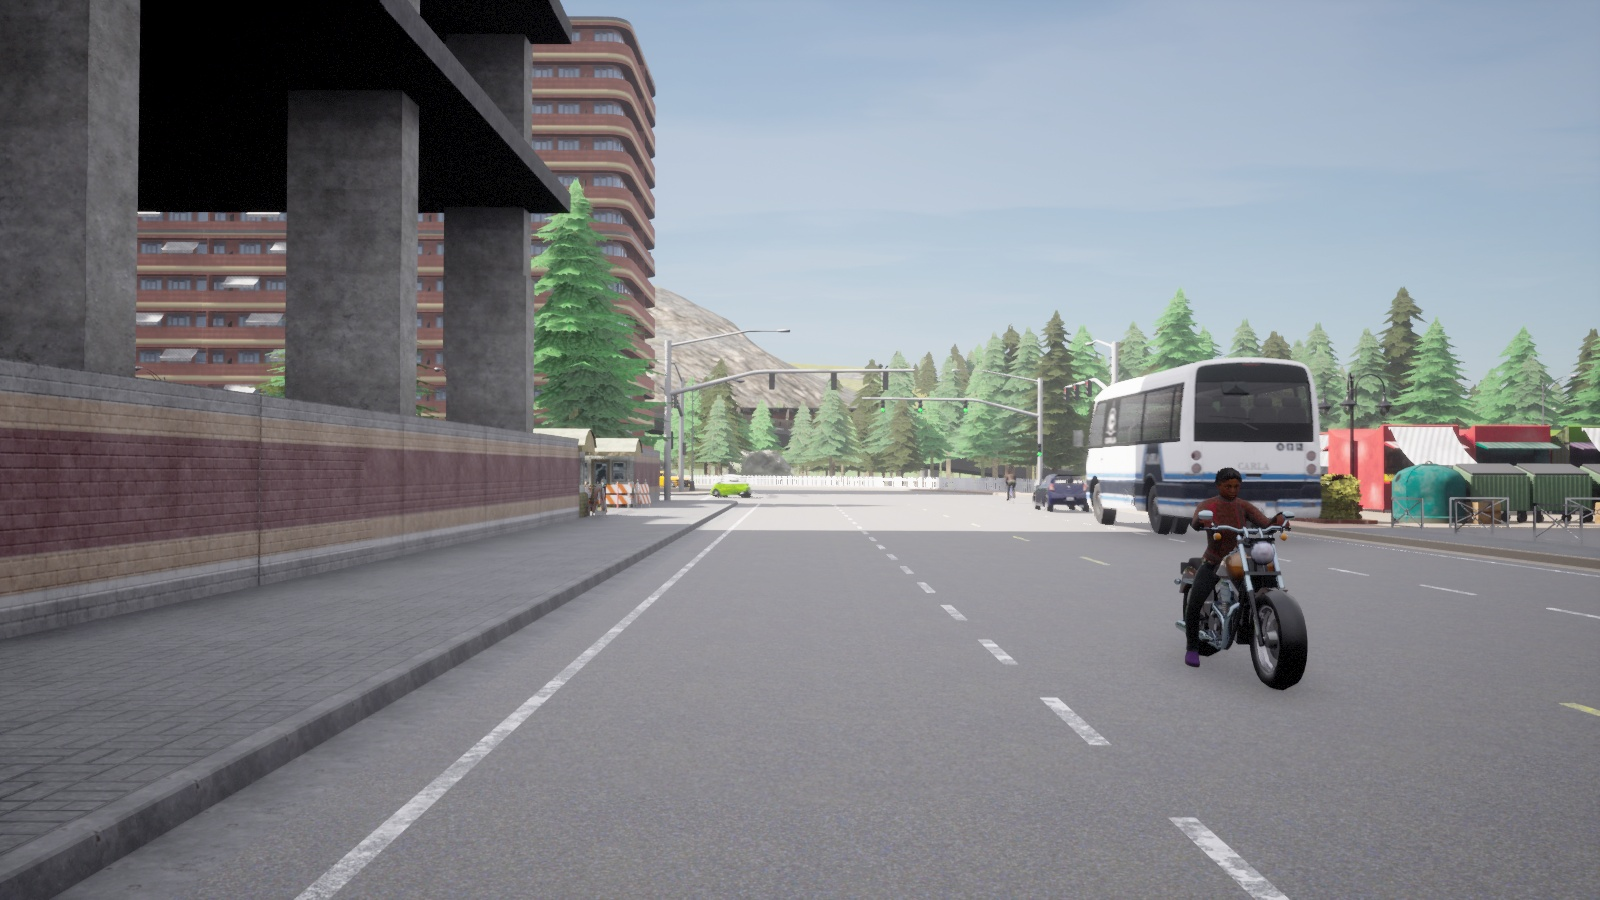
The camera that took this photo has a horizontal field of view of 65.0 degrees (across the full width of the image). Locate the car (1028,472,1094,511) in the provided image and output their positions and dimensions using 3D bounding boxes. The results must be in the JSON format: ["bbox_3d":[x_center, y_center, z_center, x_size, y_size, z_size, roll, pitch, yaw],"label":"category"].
[{"bbox_3d":[10.375,1.627,50.144,1.845,1.501,3.633,0,-1,0],"label":"car"}]

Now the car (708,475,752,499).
[{"bbox_3d":[-4.062,2.138,73.129,2.207,1.376,1.481,0,-1,17],"label":"car"}]

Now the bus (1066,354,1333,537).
[{"bbox_3d":[10.421,-0.026,34.468,3.944,4.253,10.273,0,-1,-1],"label":"bus"}]

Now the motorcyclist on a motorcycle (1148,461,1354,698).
[{"bbox_3d":[3.475,0.918,9.942,0.766,1.649,2.350,0,-1,0],"label":"motorcyclist on a motorcycle"}]
